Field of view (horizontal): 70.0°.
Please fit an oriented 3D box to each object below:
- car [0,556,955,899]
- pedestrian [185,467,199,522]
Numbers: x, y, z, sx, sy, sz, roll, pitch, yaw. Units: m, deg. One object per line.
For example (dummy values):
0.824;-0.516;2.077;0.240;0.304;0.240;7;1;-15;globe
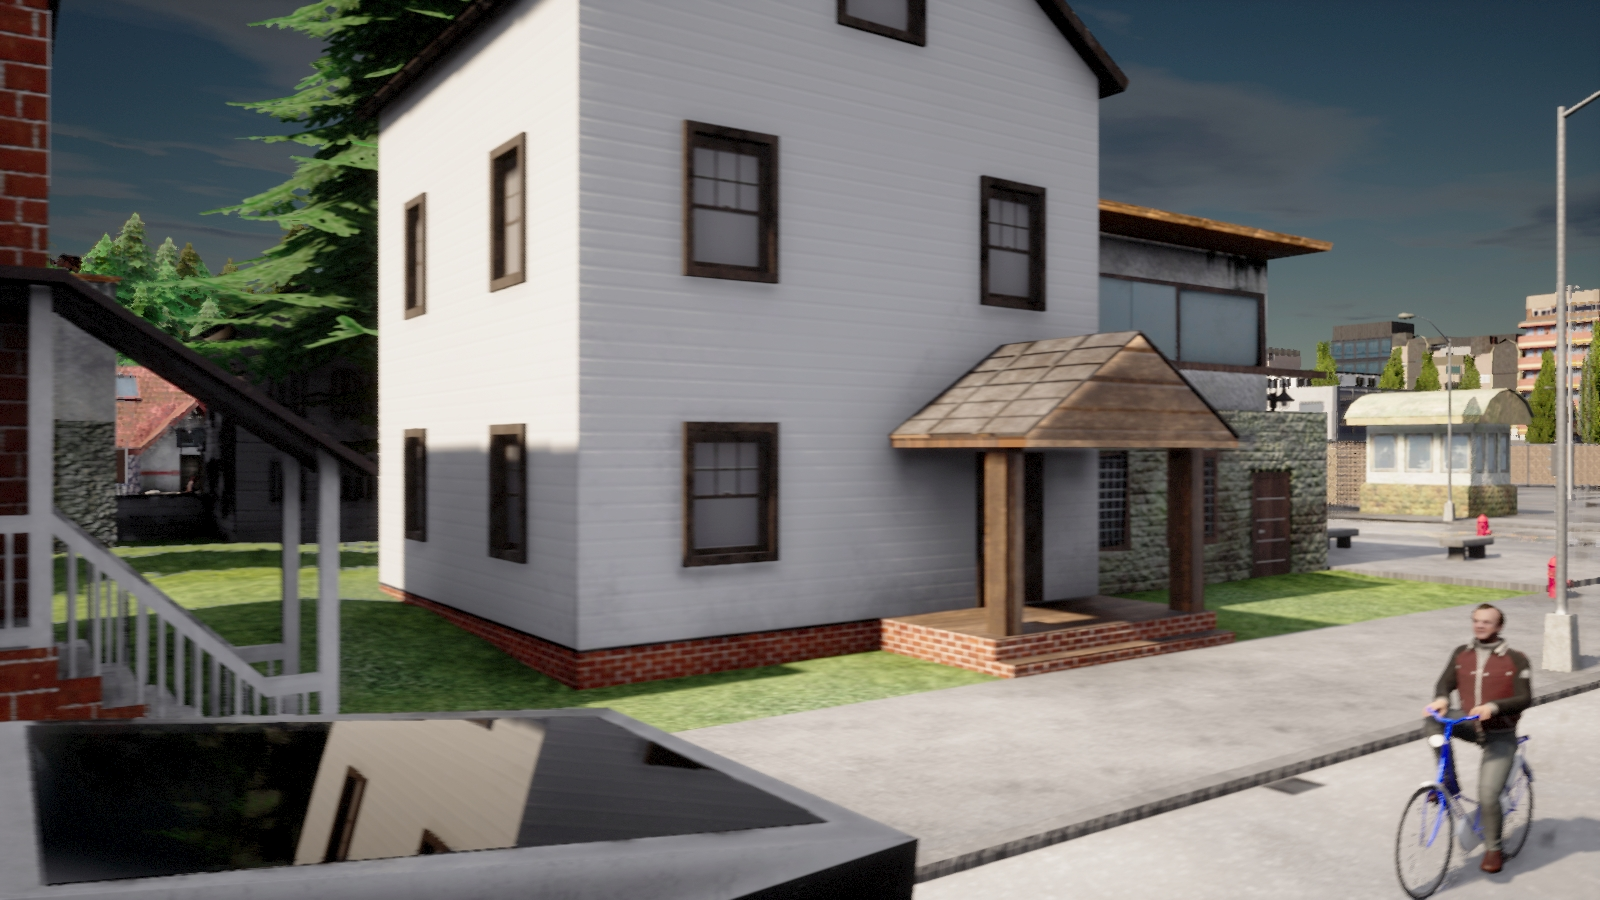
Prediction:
-2.814;1.533;2.424;6.274;2.098;2.390;0;0;-35;car
-20.937;1.524;39.336;0.375;1.860;0.375;0;0;-35;pedestrian
